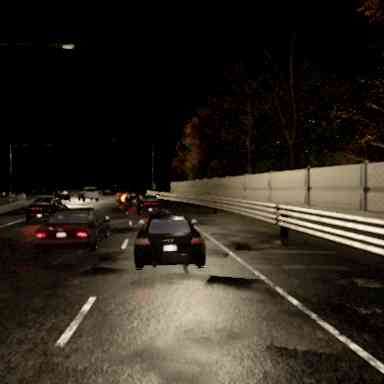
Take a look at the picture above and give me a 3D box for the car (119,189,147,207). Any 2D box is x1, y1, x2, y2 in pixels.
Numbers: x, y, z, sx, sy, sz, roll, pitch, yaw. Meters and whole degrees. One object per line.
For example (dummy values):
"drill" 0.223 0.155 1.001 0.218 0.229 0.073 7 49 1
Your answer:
"car" -6.444 0.791 36.818 2.128 1.511 4.902 0 1 -17

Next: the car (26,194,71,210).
"car" -9.541 1.097 22.079 1.837 1.490 4.892 0 1 -12

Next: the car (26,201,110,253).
"car" -4.309 1.310 12.621 2.033 1.411 5.357 0 1 -7

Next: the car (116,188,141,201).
"car" -8.206 0.547 42.443 2.097 1.767 4.553 0 1 -17

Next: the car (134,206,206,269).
"car" -0.733 1.360 10.459 1.994 1.385 4.181 0 1 -5

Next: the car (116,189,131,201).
"car" -10.233 0.411 49.673 2.097 1.767 4.553 0 1 -13

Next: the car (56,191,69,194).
"car" -18.605 0.612 47.559 2.128 1.511 4.902 -1 1 -29

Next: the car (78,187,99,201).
"car" -15.086 0.319 48.397 2.150 2.045 5.566 -1 1 -29

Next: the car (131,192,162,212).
"car" -3.597 0.994 26.697 1.837 1.490 4.892 0 1 -14
